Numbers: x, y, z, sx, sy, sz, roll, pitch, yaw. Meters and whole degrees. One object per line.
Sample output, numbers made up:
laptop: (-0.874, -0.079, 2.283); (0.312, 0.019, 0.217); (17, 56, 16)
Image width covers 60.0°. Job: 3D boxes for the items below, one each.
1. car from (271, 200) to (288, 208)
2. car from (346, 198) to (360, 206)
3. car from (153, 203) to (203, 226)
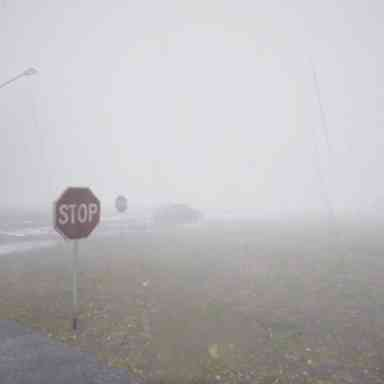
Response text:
car: (16.763, 2.252, 63.685); (1.882, 1.535, 5.008); (1, 1, 36)
car: (40.766, 2.667, 84.869); (1.882, 1.535, 5.008); (1, 0, 36)
car: (-1.025, 1.712, 27.218); (2.097, 1.767, 4.553); (1, 0, 36)
